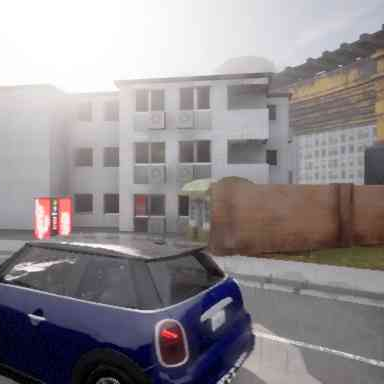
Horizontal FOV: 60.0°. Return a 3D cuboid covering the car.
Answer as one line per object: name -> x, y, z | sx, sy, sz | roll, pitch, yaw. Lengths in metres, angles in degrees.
car -> -1.553, 1.352, 4.544 | 4.553, 1.767, 2.097 | 0, 0, 30

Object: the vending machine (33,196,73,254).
vending machine -> -5.283, 1.195, 12.694 | 0.880, 2.100, 1.100 | 0, 0, 18
